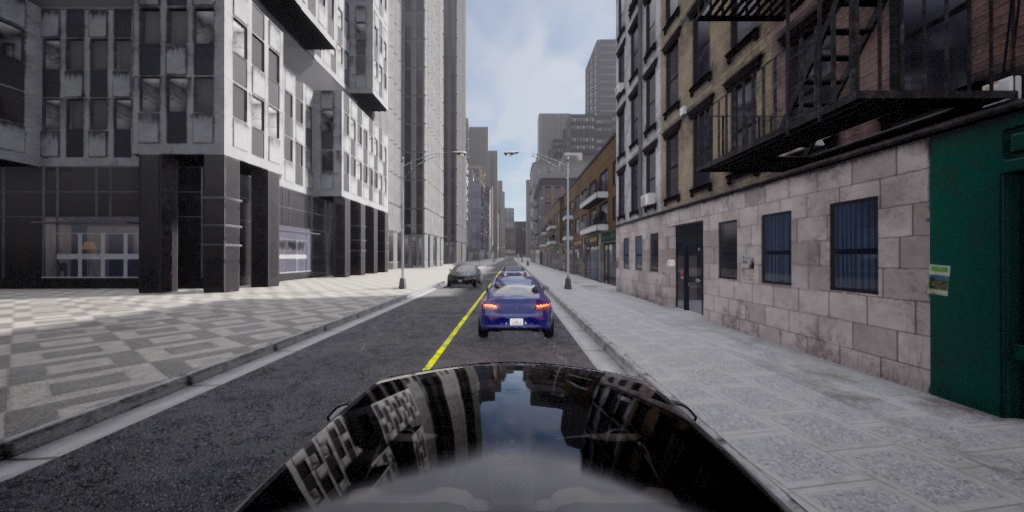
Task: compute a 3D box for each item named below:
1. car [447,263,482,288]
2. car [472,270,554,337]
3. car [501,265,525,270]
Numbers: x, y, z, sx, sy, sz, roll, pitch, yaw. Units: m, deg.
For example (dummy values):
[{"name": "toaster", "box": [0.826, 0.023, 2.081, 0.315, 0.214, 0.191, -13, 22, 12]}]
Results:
[{"name": "car", "box": [-3.110, 1.239, 24.140, 1.882, 1.535, 5.008, 0, 0, 0]}, {"name": "car", "box": [0.096, 1.277, 10.134, 1.812, 1.442, 4.674, 0, 0, 0]}, {"name": "car", "box": [0.093, 1.367, 27.878, 1.895, 1.301, 4.718, 0, 0, -1]}]
